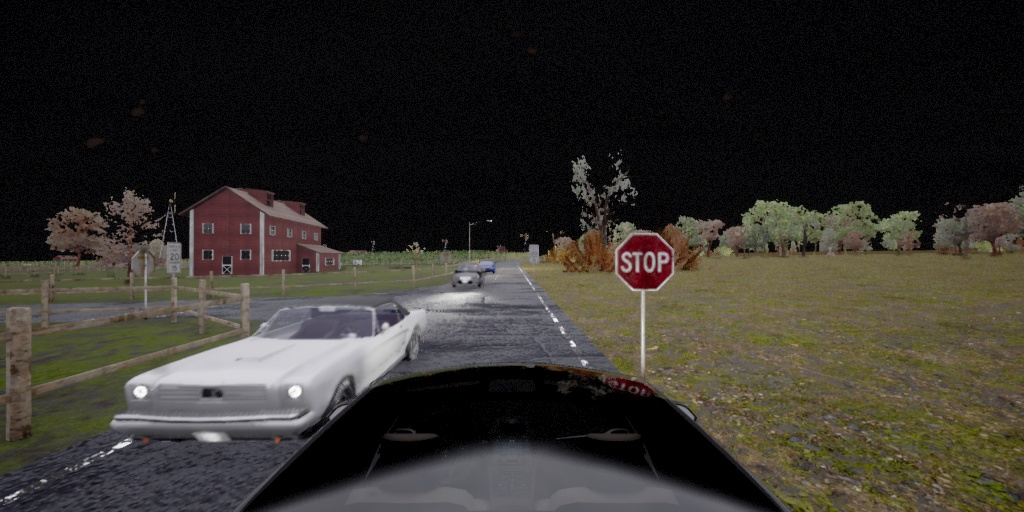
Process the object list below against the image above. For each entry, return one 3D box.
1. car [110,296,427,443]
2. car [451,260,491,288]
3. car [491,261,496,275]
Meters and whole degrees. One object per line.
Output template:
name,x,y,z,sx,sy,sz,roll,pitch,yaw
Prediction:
car,-2.759,1.351,5.492,1.895,1.301,4.718,0,0,0
car,-2.794,1.251,23.791,2.128,1.511,4.902,0,0,0
car,-2.827,1.249,40.391,1.882,1.535,5.008,0,0,0
